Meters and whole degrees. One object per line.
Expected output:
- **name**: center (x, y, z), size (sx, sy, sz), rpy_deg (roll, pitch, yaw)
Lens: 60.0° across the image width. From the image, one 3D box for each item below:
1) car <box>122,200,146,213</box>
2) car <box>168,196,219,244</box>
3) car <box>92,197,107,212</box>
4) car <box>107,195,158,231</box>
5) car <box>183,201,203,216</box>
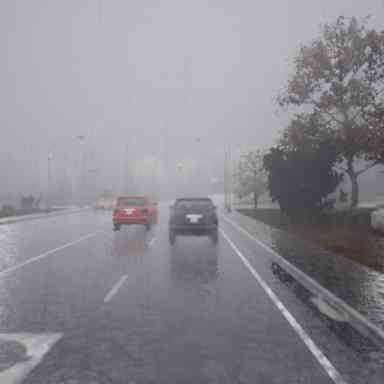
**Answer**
- **car**: center (-6.888, 1.657, 39.693), size (1.994, 1.385, 4.181), rpy_deg (0, 0, 2)
- **car**: center (0.055, 1.221, 16.061), size (2.150, 2.045, 5.566), rpy_deg (0, 0, -1)
- **car**: center (-10.382, 1.445, 39.868), size (2.097, 1.767, 4.553), rpy_deg (0, 0, 2)
- **car**: center (-3.450, 1.231, 21.014), size (2.150, 2.045, 5.566), rpy_deg (0, 0, 0)
- **car**: center (0.125, 1.623, 33.744), size (1.994, 1.385, 4.181), rpy_deg (0, 0, 1)
